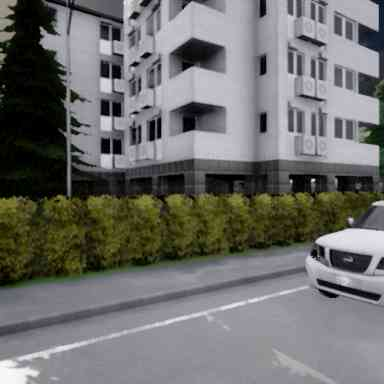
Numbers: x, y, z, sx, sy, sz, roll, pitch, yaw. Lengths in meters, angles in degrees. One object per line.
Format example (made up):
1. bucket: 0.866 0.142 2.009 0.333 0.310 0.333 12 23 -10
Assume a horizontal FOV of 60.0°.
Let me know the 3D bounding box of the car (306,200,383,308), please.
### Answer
1. car: 4.926 1.149 7.174 5.566 2.045 2.150 -1 0 -33
